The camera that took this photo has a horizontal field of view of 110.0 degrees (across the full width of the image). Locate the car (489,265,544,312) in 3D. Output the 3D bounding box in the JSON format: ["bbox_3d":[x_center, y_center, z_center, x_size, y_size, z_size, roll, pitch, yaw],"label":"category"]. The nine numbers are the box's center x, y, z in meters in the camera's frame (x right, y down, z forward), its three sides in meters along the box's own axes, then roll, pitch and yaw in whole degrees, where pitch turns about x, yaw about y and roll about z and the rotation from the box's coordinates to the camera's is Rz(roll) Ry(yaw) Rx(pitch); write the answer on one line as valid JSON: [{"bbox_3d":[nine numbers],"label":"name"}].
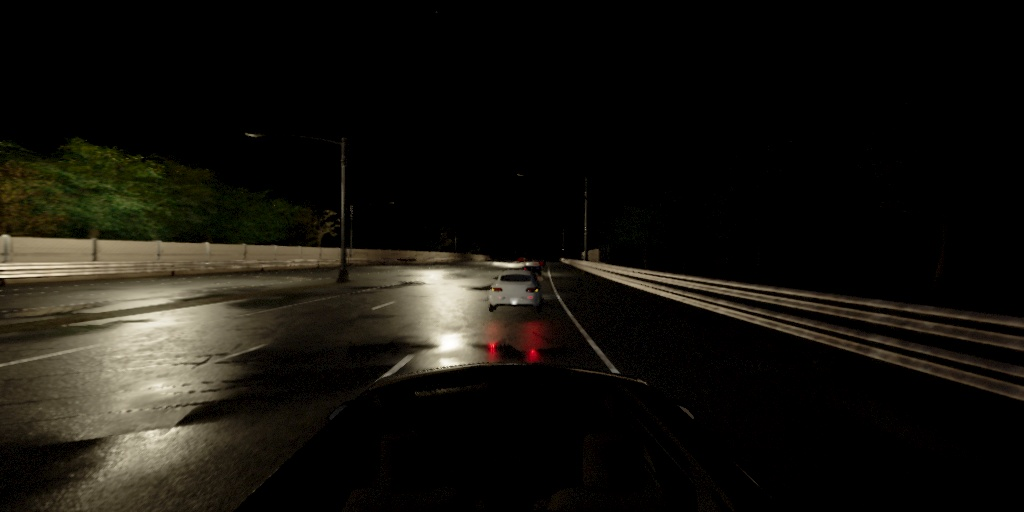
[{"bbox_3d":[0.227,1.244,13.881,1.812,1.442,4.674,0,0,4],"label":"car"}]

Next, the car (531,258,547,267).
[{"bbox_3d":[4.522,1.224,61.262,1.994,1.385,4.181,0,0,6],"label":"car"}]

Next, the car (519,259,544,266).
[{"bbox_3d":[2.056,1.265,36.715,1.895,1.301,4.718,0,0,5],"label":"car"}]
